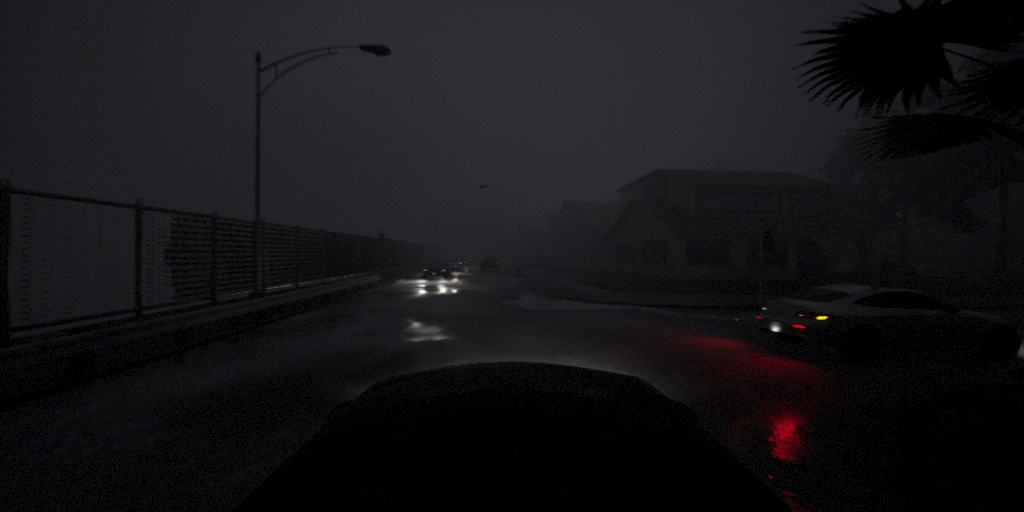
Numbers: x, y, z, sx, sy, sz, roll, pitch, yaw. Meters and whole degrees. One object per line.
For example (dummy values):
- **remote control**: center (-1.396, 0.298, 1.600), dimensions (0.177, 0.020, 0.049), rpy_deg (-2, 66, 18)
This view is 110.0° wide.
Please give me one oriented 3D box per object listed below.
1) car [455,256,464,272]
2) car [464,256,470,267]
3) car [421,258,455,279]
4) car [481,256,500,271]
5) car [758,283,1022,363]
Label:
- **car**: center (-6.498, 0.920, 38.544), dimensions (1.812, 1.442, 4.674), rpy_deg (1, 1, -3)
- **car**: center (-7.398, 0.773, 53.557), dimensions (1.837, 1.490, 4.892), rpy_deg (1, 1, -3)
- **car**: center (-5.888, 1.001, 28.663), dimensions (1.812, 1.442, 4.674), rpy_deg (1, 0, -4)
- **car**: center (-2.500, 0.770, 41.752), dimensions (2.097, 1.767, 4.553), rpy_deg (1, 0, -4)
- **car**: center (7.896, 1.326, 7.752), dimensions (4.674, 1.442, 1.812), rpy_deg (1, 0, -3)
